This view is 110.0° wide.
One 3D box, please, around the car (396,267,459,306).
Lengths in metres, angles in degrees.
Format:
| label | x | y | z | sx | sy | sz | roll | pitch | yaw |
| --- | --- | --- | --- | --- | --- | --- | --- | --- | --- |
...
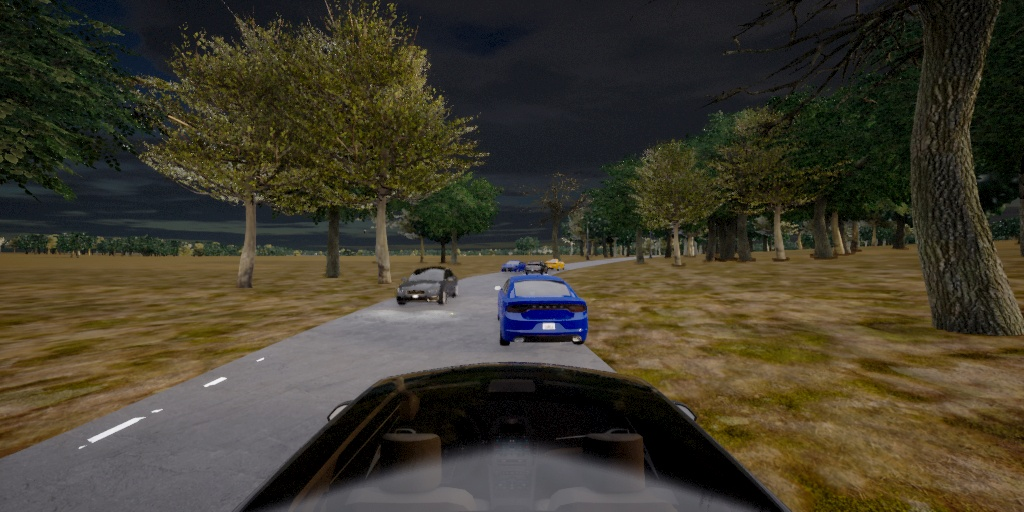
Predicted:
| label | x | y | z | sx | sy | sz | roll | pitch | yaw |
| --- | --- | --- | --- | --- | --- | --- | --- | --- | --- |
| car | -3.561 | 1.255 | 15.799 | 1.837 | 1.490 | 4.892 | 0 | 0 | 1 |

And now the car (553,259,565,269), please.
| label | x | y | z | sx | sy | sz | roll | pitch | yaw |
| --- | --- | --- | --- | --- | --- | --- | --- | --- | --- |
| car | 5.775 | 1.149 | 48.374 | 1.882 | 1.535 | 5.008 | 0 | 1 | 21 |

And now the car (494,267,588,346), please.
| label | x | y | z | sx | sy | sz | roll | pitch | yaw |
| --- | --- | --- | --- | --- | --- | --- | --- | --- | --- |
| car | 0.577 | 1.228 | 9.513 | 1.882 | 1.535 | 5.008 | 0 | 0 | -3 |

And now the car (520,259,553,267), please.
| label | x | y | z | sx | sy | sz | roll | pitch | yaw |
| --- | --- | --- | --- | --- | --- | --- | --- | --- | --- |
| car | 2.680 | 1.234 | 38.481 | 2.128 | 1.511 | 4.902 | 0 | 0 | 15 |

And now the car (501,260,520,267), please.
| label | x | y | z | sx | sy | sz | roll | pitch | yaw |
| --- | --- | --- | --- | --- | --- | --- | --- | --- | --- |
| car | 0.192 | 1.219 | 40.965 | 1.882 | 1.535 | 5.008 | 0 | 0 | 16 |
